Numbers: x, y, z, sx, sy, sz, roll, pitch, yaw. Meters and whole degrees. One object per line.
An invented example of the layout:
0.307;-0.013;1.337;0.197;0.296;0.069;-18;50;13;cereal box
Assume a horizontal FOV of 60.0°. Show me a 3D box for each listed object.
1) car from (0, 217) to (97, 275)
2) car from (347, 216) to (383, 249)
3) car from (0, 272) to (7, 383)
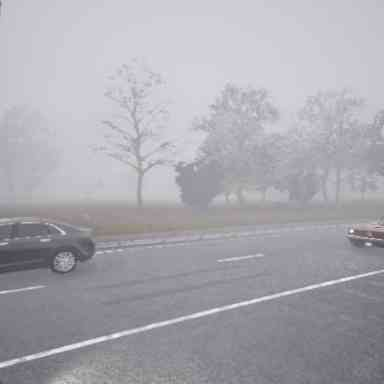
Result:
-5.065;1.473;8.850;4.892;1.490;1.837;0;0;-35;car
8.353;1.589;13.205;4.718;1.301;1.895;0;0;-29;car
-3.071;1.553;1.435;4.181;1.385;1.994;0;0;-36;car
